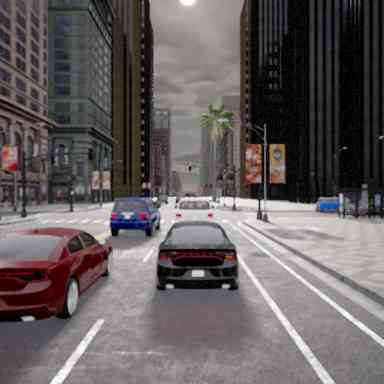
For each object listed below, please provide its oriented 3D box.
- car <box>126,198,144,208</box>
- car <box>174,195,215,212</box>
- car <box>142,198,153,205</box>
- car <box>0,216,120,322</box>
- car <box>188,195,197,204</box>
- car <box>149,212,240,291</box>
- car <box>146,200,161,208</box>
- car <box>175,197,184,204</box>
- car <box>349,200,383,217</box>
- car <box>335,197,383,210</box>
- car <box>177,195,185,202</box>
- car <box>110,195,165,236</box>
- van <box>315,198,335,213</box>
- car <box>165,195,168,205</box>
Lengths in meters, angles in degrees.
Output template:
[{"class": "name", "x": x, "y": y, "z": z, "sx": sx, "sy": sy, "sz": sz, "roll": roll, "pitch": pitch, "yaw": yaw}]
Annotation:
[{"class": "car", "x": -9.708, "y": 1.864, "z": 57.082, "sx": 2.128, "sy": 1.511, "sz": 4.902, "roll": 0, "pitch": 0, "yaw": 0}, {"class": "car", "x": 0.140, "y": 1.347, "z": 19.203, "sx": 2.150, "sy": 2.045, "sz": 5.566, "roll": 0, "pitch": 0, "yaw": 0}, {"class": "car", "x": -9.606, "y": 2.000, "z": 72.527, "sx": 1.812, "sy": 1.442, "sz": 4.674, "roll": 0, "pitch": 0, "yaw": 0}, {"class": "car", "x": -3.127, "y": 1.527, "z": 7.456, "sx": 1.882, "sy": 1.535, "sz": 5.008, "roll": 0, "pitch": -1, "yaw": -1}, {"class": "car", "x": 0.164, "y": 1.761, "z": 82.721, "sx": 2.150, "sy": 2.045, "sz": 5.566, "roll": 0, "pitch": 0, "yaw": 0}, {"class": "car", "x": 0.117, "y": 1.538, "z": 9.244, "sx": 1.882, "sy": 1.535, "sz": 5.008, "roll": 0, "pitch": -1, "yaw": 0}, {"class": "car", "x": -6.462, "y": 1.971, "z": 56.591, "sx": 1.895, "sy": 1.301, "sz": 4.718, "roll": 0, "pitch": 0, "yaw": 0}, {"class": "car", "x": -3.087, "y": 2.032, "z": 82.279, "sx": 1.837, "sy": 1.490, "sz": 4.892, "roll": 0, "pitch": 0, "yaw": 0}, {"class": "car", "x": 17.134, "y": 1.757, "z": 31.861, "sx": 4.403, "sy": 1.369, "sz": 2.008, "roll": 0, "pitch": 0, "yaw": 0}, {"class": "car", "x": 19.243, "y": 1.580, "z": 37.722, "sx": 4.553, "sy": 1.767, "sz": 2.097, "roll": 0, "pitch": 0, "yaw": 0}, {"class": "car", "x": -3.066, "y": 1.796, "z": 92.671, "sx": 2.097, "sy": 1.767, "sz": 4.553, "roll": 0, "pitch": 0, "yaw": 0}, {"class": "car", "x": -3.141, "y": 1.347, "z": 19.269, "sx": 2.150, "sy": 2.045, "sz": 5.566, "roll": 0, "pitch": 0, "yaw": 2}, {"class": "van", "x": 17.146, "y": 1.579, "z": 40.387, "sx": 3.998, "sy": 1.788, "sz": 1.690, "roll": 0, "pitch": 0, "yaw": 0}, {"class": "car", "x": -6.357, "y": 1.698, "z": 72.058, "sx": 2.150, "sy": 2.045, "sz": 5.566, "roll": 0, "pitch": 0, "yaw": 0}]
